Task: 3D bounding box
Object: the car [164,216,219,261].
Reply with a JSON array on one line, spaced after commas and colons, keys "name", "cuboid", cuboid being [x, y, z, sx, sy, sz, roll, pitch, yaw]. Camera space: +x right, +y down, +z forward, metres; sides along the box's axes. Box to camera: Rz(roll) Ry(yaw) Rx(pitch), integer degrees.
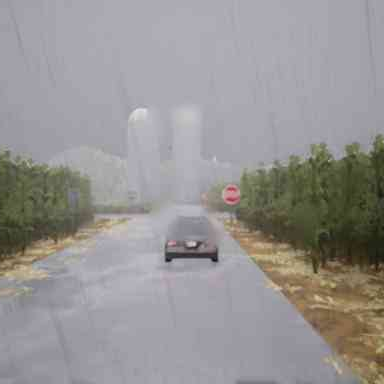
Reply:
[{"name": "car", "cuboid": [0.001, 1.610, 12.506, 2.033, 1.411, 5.357, 0, 0, 0]}]
